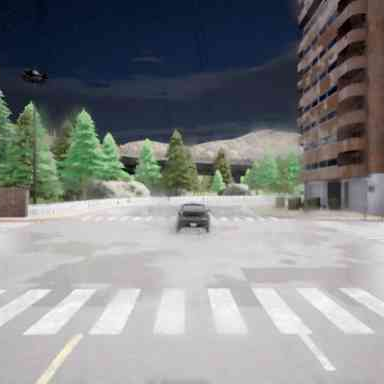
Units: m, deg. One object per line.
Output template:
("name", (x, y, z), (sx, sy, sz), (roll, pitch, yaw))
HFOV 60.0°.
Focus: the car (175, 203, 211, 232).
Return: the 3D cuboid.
("car", (0.065, 1.443, 19.788), (1.837, 1.490, 4.892), (0, 0, 0))
